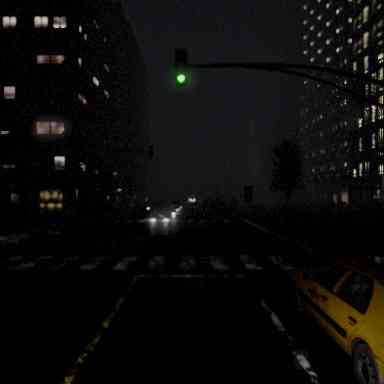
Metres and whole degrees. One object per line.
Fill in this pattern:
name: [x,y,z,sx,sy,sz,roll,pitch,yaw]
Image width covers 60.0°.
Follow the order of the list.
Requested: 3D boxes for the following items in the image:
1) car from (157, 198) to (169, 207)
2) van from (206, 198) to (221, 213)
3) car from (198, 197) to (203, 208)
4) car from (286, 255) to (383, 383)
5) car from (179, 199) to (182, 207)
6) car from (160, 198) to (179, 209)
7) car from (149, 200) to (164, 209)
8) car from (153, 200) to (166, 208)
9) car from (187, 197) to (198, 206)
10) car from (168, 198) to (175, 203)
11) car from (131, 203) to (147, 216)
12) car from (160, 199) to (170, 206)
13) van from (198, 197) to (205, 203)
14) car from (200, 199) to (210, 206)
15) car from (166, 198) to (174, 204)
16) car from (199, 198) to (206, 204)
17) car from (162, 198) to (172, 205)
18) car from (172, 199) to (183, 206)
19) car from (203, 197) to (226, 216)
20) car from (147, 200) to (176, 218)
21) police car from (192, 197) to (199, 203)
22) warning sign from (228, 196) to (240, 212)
car: [-5.689,2.036,64.724,1.967,1.590,4.097,0,-1,0]
van: [2.689,1.719,42.618,1.690,1.788,3.998,0,-1,0]
car: [2.691,1.855,59.197,2.192,1.841,5.009,0,-1,0]
car: [2.687,1.568,4.849,1.752,1.417,4.829,0,0,0]
car: [-3.076,2.062,54.956,1.994,1.385,4.181,0,-1,0]
car: [-3.090,1.924,44.778,1.812,1.442,4.674,0,-1,0]
car: [-5.689,2.036,53.670,2.008,1.369,4.403,0,-1,0]
car: [-5.688,2.085,59.196,1.887,1.381,4.507,0,-1,0]
car: [0.093,2.217,66.745,1.895,1.301,4.718,0,-1,0]
car: [-5.685,2.425,92.354,1.887,1.381,4.507,0,-1,0]
car: [-5.690,1.877,37.091,2.008,1.369,4.403,0,-1,0]
car: [-5.687,2.234,70.249,1.802,1.307,4.206,0,-1,0]
van: [2.694,2.222,92.355,1.690,1.788,3.998,0,-1,0]
car: [2.693,2.196,70.249,1.887,1.381,4.507,0,-1,0]
car: [-5.685,2.346,86.659,1.752,1.417,4.829,0,-1,0]
car: [2.695,2.349,86.998,1.752,1.417,4.829,0,-1,0]
car: [-5.688,2.148,75.777,1.967,1.590,4.097,0,-1,0]
car: [-2.993,2.169,68.095,1.994,1.385,4.181,0,-1,0]
car: [2.689,1.642,37.093,2.192,1.841,5.009,0,-1,0]
car: [-3.097,1.853,34.762,2.033,1.411,5.357,0,-1,0]
police car: [0.911,2.340,95.462,1.930,1.638,5.238,0,-1,0]
warning sign: [5.076,1.472,40.351,1.300,1.860,1.060,0,0,0]
